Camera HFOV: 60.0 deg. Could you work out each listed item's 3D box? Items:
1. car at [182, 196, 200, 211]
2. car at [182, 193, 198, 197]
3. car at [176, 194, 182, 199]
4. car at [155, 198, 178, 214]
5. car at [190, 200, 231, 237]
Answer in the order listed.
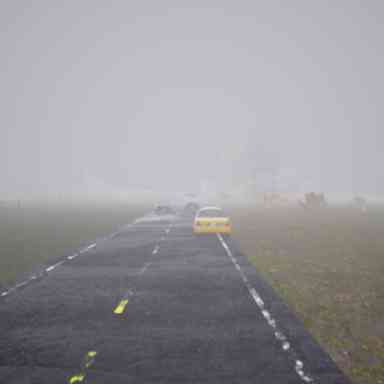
[{"bbox_3d":[0.032,1.480,38.882,1.812,1.442,4.674,0,0,0],"label":"car"},{"bbox_3d":[-0.008,1.161,51.776,2.150,2.045,5.566,0,0,0],"label":"car"},{"bbox_3d":[-2.762,1.140,76.410,2.033,1.411,5.357,0,0,0],"label":"car"},{"bbox_3d":[-2.850,1.558,35.254,1.895,1.301,4.718,0,0,0],"label":"car"},{"bbox_3d":[0.960,1.433,17.621,1.801,1.575,5.366,0,0,0],"label":"car"}]
